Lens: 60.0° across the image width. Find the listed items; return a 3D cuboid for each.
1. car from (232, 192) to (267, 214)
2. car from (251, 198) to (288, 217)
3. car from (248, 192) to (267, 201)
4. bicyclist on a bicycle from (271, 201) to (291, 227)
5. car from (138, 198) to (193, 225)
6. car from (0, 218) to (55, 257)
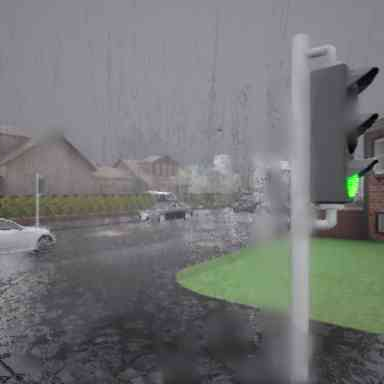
[{"bbox_3d":[6.477,1.211,36.061,2.150,2.045,5.566,0,1,36],"label":"car"},{"bbox_3d":[7.421,1.522,30.248,1.812,1.442,4.674,0,0,36],"label":"car"},{"bbox_3d":[14.743,0.976,74.656,3.866,1.878,1.905,0,0,-19],"label":"car"},{"bbox_3d":[5.617,1.347,20.484,1.656,1.620,0.582,0,0,36],"label":"bicyclist on a bicycle"},{"bbox_3d":[-1.832,1.487,24.498,2.128,1.511,4.902,0,0,36],"label":"car"},{"bbox_3d":[-6.638,1.523,10.768,1.812,1.442,4.674,-1,-1,21],"label":"car"}]
